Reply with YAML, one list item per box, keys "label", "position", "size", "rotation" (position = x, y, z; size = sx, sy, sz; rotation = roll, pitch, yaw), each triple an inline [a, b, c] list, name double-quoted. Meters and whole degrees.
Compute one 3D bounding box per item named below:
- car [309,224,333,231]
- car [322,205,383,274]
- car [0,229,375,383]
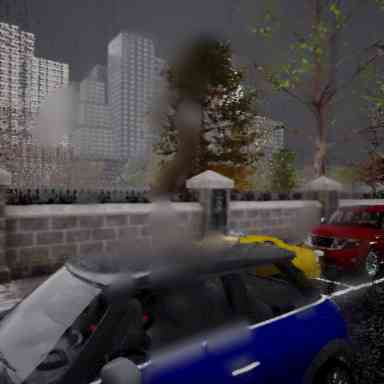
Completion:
- label: "car"
  position: [0.786, 1.541, 7.119]
  size: [4.829, 1.417, 1.752]
  rotation: [0, 0, -36]
- label: "car"
  position: [5.507, 1.350, 10.489]
  size: [5.009, 1.841, 2.192]
  rotation: [0, 0, -36]
- label: "car"
  position: [-0.618, 1.356, 2.937]
  size: [4.553, 1.767, 2.097]
  rotation: [0, 0, -35]
